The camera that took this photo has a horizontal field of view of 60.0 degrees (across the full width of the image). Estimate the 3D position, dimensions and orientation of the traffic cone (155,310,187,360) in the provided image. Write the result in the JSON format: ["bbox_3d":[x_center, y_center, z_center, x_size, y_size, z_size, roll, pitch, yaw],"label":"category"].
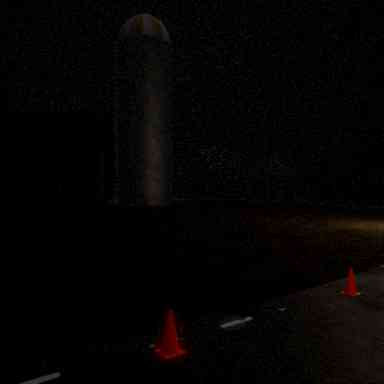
[{"bbox_3d":[-0.304,1.978,4.725,0.340,0.580,0.340,1,0,-35],"label":"traffic cone"}]

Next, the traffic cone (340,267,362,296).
[{"bbox_3d":[3.635,2.025,7.607,0.340,0.580,0.340,1,0,-38],"label":"traffic cone"}]
